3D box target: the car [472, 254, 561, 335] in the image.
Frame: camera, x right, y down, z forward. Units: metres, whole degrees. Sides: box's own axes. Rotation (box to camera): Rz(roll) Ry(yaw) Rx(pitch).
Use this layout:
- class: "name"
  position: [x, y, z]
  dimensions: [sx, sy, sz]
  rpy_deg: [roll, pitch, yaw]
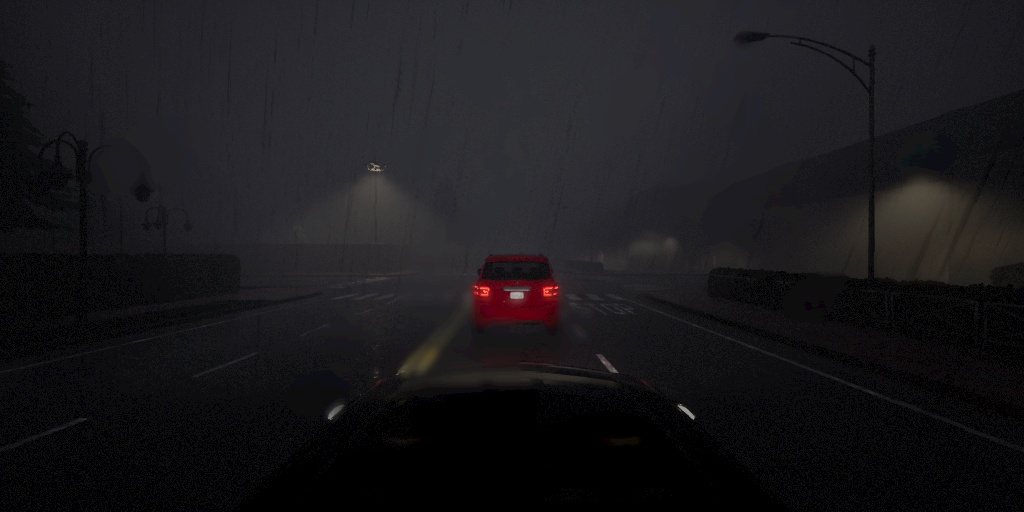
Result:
- class: "car"
  position: [0.116, 0.971, 10.664]
  dimensions: [2.150, 2.045, 5.566]
  rpy_deg: [0, 0, 0]

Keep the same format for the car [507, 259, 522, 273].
- class: "car"
  position: [0.333, 1.228, 45.522]
  dimensions: [1.882, 1.535, 5.008]
  rpy_deg: [0, 0, 1]
